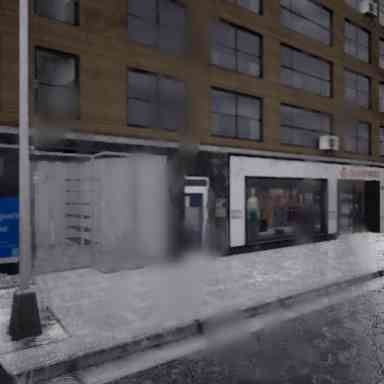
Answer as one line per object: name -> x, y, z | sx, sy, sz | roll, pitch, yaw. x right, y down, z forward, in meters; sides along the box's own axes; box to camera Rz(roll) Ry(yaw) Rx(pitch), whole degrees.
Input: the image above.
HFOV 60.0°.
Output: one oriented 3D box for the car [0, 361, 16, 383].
car -> -2.777, 1.565, 1.082 | 4.181, 1.385, 1.994 | 0, 0, -36
